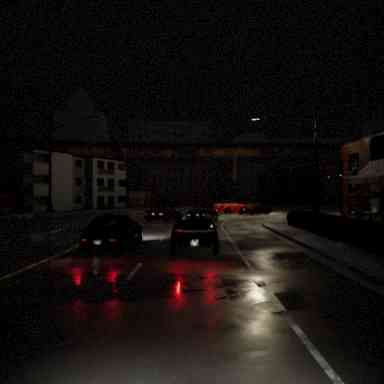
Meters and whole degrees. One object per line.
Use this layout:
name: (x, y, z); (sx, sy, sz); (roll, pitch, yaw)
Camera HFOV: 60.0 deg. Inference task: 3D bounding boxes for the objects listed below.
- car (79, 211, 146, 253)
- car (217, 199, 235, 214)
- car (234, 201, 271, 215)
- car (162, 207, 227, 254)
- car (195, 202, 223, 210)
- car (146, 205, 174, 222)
car: (-3.362, 1.659, 14.319); (1.812, 1.442, 4.674); (0, 0, 1)
car: (4.675, 1.729, 40.659); (4.553, 1.767, 2.097); (1, -1, -43)
car: (7.262, 1.922, 38.259); (4.181, 1.385, 1.994); (0, -1, -43)
car: (0.135, 1.625, 14.160); (2.128, 1.511, 4.902); (0, 0, 1)
car: (0.966, 1.805, 27.624); (2.033, 1.411, 5.357); (0, -1, 14)
car: (-2.434, 1.812, 28.463); (2.033, 1.411, 5.357); (0, -1, 14)
